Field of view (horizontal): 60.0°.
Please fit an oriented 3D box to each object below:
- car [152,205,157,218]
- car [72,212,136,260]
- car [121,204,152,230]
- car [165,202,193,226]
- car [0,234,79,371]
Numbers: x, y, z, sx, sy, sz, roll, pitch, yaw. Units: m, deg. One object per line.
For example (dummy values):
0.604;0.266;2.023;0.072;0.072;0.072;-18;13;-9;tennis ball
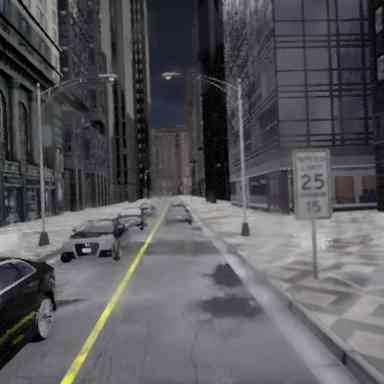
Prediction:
-4.544;1.872;33.004;1.994;1.385;4.181;-2;0;-2;car
-3.604;1.768;13.048;1.994;1.385;4.181;-2;0;-3;car
-4.092;1.788;23.018;1.812;1.442;4.674;-2;0;-2;car
-1.009;1.706;24.989;1.994;1.385;4.181;-2;0;-2;car
-3.160;1.637;3.879;2.128;1.511;4.902;-2;0;-3;car
